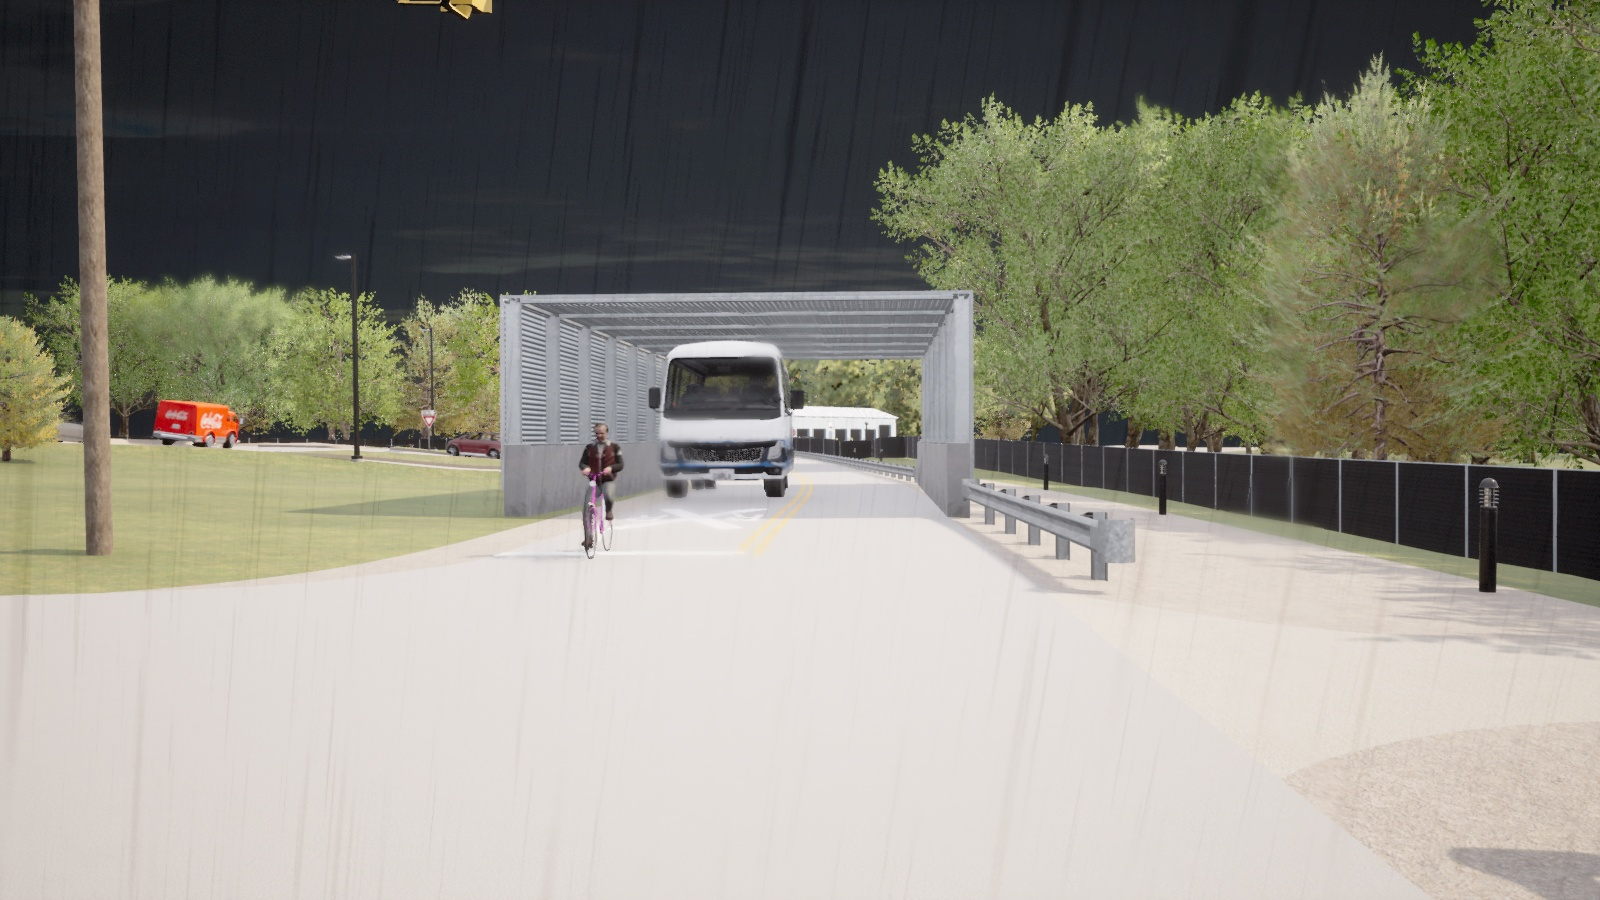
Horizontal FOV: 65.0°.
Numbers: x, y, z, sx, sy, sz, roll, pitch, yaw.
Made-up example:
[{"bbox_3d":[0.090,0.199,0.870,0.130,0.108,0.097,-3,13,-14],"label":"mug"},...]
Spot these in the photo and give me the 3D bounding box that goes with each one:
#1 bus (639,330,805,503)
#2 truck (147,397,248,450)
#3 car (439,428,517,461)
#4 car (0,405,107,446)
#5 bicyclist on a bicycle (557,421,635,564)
[{"bbox_3d":[-1.919,-0.865,36.273,3.944,4.253,10.273,0,0,1],"label":"bus"},{"bbox_3d":[-33.335,-1.418,69.683,2.627,2.467,5.204,7,0,3],"label":"truck"},{"bbox_3d":[-17.914,-0.281,69.973,3.705,1.549,1.789,5,1,15],"label":"car"},{"bbox_3d":[-33.743,-1.078,56.758,2.007,1.525,4.514,3,-1,5],"label":"car"},{"bbox_3d":[-2.658,0.519,16.513,0.659,1.776,1.843,0,0,2],"label":"bicyclist on a bicycle"}]
